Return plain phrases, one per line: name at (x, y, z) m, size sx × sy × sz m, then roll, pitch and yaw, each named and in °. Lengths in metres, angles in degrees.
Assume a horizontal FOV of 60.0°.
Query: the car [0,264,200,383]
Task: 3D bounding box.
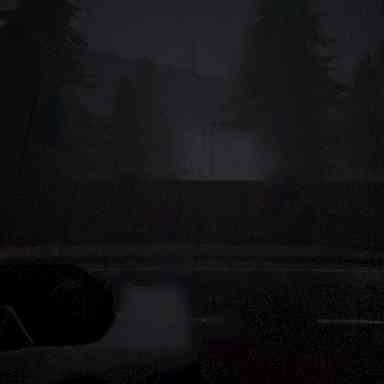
car at (-2.352, 1.525, 3.537) m, size 4.718 × 1.301 × 1.895 m, roll 0°, pitch 1°, yaw -5°
